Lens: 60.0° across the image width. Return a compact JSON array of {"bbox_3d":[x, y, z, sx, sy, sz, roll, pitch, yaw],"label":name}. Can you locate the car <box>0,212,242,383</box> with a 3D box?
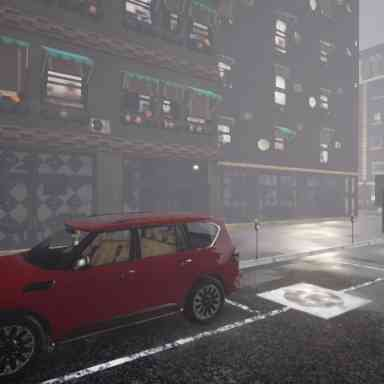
[{"bbox_3d":[-1.383,1.316,5.569,5.009,1.841,2.192,0,1,-36],"label":"car"}]

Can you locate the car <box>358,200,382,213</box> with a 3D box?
[{"bbox_3d":[20.139,1.538,37.349,1.887,1.381,4.507,1,0,-36],"label":"car"}]
